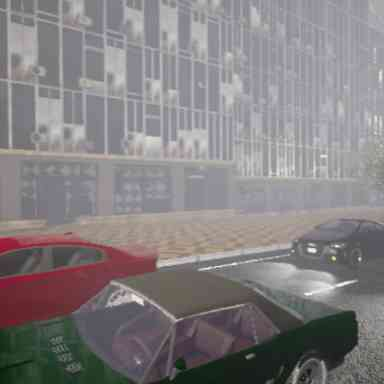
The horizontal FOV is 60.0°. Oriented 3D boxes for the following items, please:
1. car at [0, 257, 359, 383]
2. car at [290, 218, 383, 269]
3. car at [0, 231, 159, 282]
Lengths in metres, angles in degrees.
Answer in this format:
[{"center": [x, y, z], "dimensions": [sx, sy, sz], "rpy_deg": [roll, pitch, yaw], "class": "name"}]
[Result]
[{"center": [-0.424, 1.607, 3.345], "dimensions": [4.718, 1.301, 1.895], "rpy_deg": [0, 0, -35], "class": "car"}, {"center": [5.286, 1.604, 11.323], "dimensions": [4.181, 1.385, 1.994], "rpy_deg": [0, 0, -35], "class": "car"}, {"center": [-2.895, 1.481, 5.554], "dimensions": [5.008, 1.535, 1.882], "rpy_deg": [0, 0, -36], "class": "car"}]
